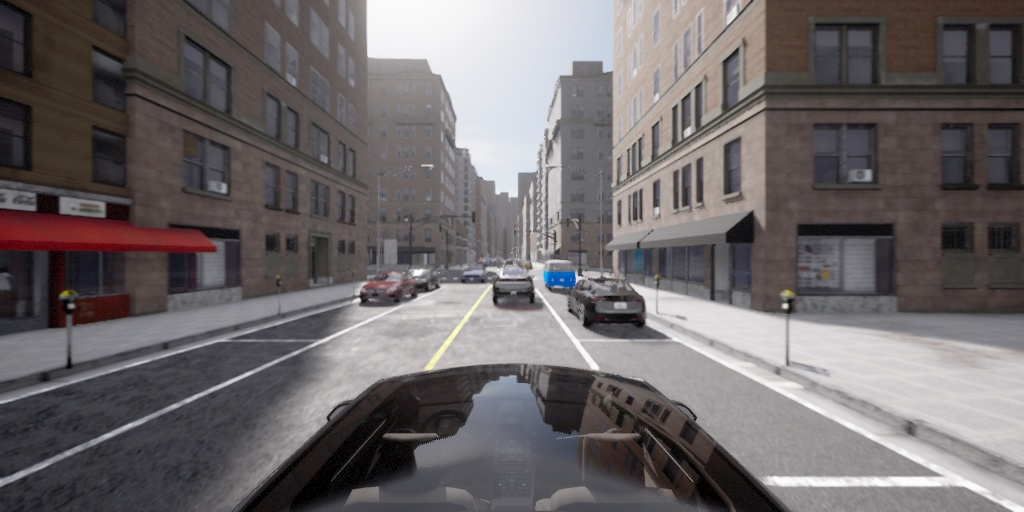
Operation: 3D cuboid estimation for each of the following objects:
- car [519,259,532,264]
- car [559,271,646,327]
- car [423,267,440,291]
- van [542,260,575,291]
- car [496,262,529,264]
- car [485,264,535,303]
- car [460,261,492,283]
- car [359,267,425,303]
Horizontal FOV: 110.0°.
[{"bbox_3d":[2.655,1.468,61.773,1.751,1.417,4.829,0,0,-1],"label":"car"},{"bbox_3d":[2.858,1.348,11.516,1.948,1.339,4.313,0,0,0],"label":"car"},{"bbox_3d":[-5.666,1.384,22.404,1.948,1.339,4.313,0,0,0],"label":"car"},{"bbox_3d":[2.859,1.159,22.413,1.690,1.789,3.998,0,0,0],"label":"van"},{"bbox_3d":[0.005,1.382,27.133,2.033,1.411,5.357,0,0,0],"label":"car"},{"bbox_3d":[0.074,1.292,16.865,2.128,1.511,4.902,0,0,0],"label":"car"},{"bbox_3d":[-3.002,1.389,29.478,2.033,1.411,5.357,0,0,0],"label":"car"},{"bbox_3d":[-5.666,1.382,16.953,1.802,1.307,4.207,0,0,0],"label":"car"}]
